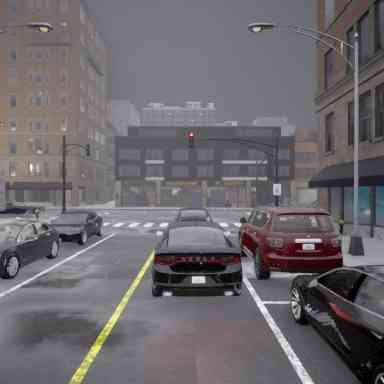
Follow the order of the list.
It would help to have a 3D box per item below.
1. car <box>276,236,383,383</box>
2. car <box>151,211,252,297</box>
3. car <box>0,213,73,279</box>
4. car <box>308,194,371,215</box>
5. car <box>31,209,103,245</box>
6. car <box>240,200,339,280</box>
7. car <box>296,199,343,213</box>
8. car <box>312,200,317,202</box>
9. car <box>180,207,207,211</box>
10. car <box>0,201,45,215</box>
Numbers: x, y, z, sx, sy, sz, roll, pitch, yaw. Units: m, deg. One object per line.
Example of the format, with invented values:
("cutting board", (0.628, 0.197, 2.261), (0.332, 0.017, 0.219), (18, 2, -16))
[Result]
("car", (2.630, 1.566, 4.218), (1.947, 1.339, 4.313), (0, 0, 0))
("car", (0.061, 1.477, 8.647), (1.882, 1.535, 5.008), (0, 0, -1))
("car", (-5.403, 1.550, 9.869), (2.008, 1.369, 4.403), (0, 0, 0))
("car", (15.248, 1.305, 34.654), (5.566, 2.045, 2.150), (0, 0, 0))
("car", (-5.411, 1.565, 15.531), (1.947, 1.339, 4.313), (0, 0, 0))
("car", (2.622, 1.314, 9.880), (2.192, 1.841, 5.009), (0, 0, 0))
("car", (14.436, 1.605, 37.881), (4.674, 1.442, 1.812), (0, 0, 0))
("car", (9.161, 1.530, 31.167), (5.008, 1.535, 1.882), (0, 0, 0))
("car", (0.057, 1.504, 16.202), (1.837, 1.490, 4.892), (0, 0, 0))
("car", (-16.233, 1.528, 31.015), (4.718, 1.301, 1.895), (0, 0, 0))
